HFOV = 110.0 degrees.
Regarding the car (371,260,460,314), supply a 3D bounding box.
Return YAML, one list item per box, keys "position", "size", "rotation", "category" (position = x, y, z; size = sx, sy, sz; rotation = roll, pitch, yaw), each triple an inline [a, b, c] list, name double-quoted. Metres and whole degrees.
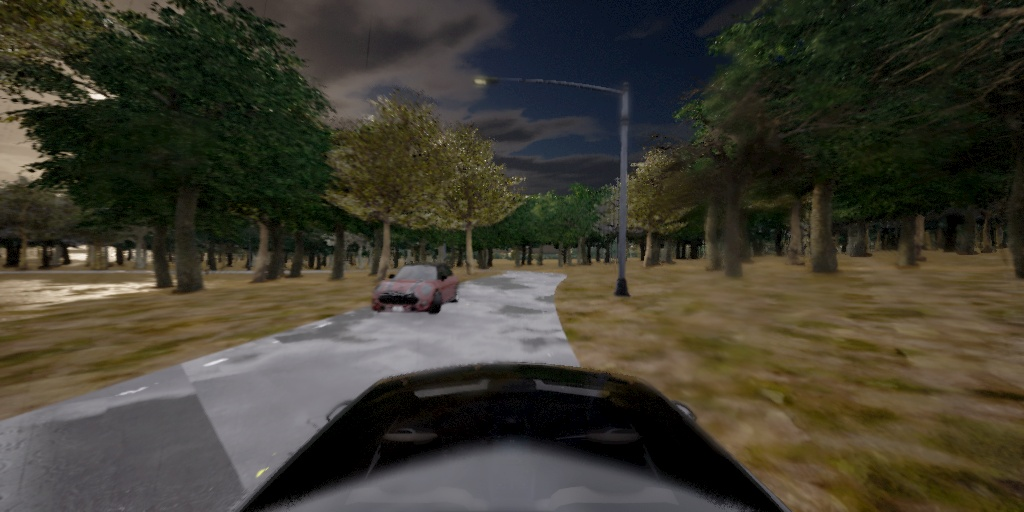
- position: [-3.376, 1.053, 13.401]
  size: [2.097, 1.767, 4.553]
  rotation: [1, 0, 4]
  category: "car"
